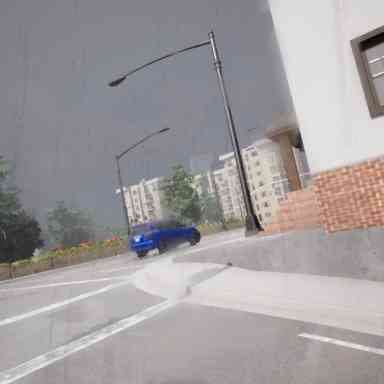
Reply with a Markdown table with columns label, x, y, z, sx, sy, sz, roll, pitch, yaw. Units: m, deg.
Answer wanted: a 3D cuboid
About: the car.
| label | x | y | z | sx | sy | sz | roll | pitch | yaw |
| --- | --- | --- | --- | --- | --- | --- | --- | --- | --- |
| car | -1.727 | 2.947 | 22.151 | 2.150 | 2.045 | 5.566 | -16 | -8 | 34 |
